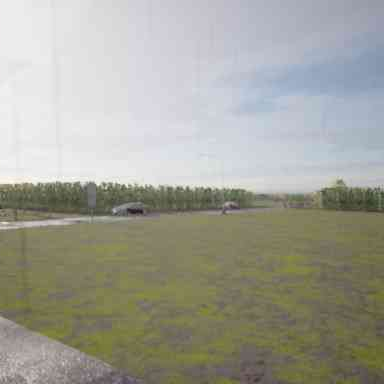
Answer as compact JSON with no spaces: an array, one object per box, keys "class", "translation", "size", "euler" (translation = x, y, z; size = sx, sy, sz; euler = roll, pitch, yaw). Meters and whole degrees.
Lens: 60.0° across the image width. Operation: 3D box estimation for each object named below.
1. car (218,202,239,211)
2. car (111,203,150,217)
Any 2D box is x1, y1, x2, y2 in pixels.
[{"class":"car","translation":[6.134,2.339,55.562],"size":[1.812,1.442,4.674],"euler":[-1,-2,36]},{"class":"car","translation":[-6.848,1.951,37.439],"size":[2.128,1.511,4.902],"euler":[-1,-1,36]}]
